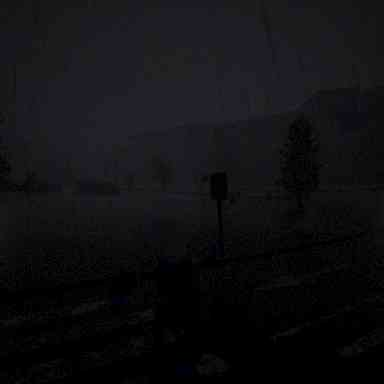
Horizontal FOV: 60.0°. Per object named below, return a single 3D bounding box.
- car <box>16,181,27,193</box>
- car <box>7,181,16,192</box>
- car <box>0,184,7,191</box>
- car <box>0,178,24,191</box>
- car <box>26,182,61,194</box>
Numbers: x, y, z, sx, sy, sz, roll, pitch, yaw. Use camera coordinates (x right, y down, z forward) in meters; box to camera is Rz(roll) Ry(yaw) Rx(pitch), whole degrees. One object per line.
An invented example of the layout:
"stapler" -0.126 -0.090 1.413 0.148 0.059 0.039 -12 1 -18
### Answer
"car" -23.917 -0.775 51.241 2.231 1.521 4.892 1 6 17
"car" -26.317 -0.863 52.969 2.002 1.452 4.674 0 6 16
"car" -28.717 -1.028 54.678 2.097 1.535 5.008 1 6 16
"car" -31.154 -1.270 56.316 2.185 1.767 4.553 0 6 15
"car" -21.554 -0.611 49.455 2.163 1.488 4.792 1 6 17
